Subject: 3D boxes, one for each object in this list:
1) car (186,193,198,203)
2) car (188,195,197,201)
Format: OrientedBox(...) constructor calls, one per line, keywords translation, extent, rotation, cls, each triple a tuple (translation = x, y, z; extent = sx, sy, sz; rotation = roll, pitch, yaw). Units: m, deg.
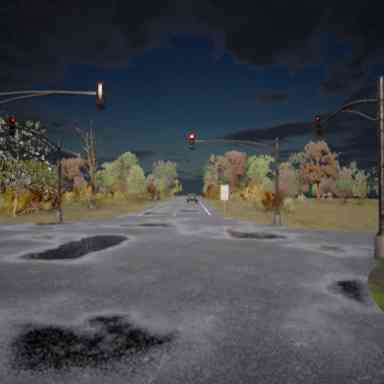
OrientedBox(translation=(0.029, 1.258, 67.746), extent=(2.150, 2.045, 5.566), rotation=(0, 0, 0), cls="car")
OrientedBox(translation=(0.033, 1.425, 78.136), extent=(2.033, 1.411, 5.357), rotation=(0, 0, 0), cls="car")
